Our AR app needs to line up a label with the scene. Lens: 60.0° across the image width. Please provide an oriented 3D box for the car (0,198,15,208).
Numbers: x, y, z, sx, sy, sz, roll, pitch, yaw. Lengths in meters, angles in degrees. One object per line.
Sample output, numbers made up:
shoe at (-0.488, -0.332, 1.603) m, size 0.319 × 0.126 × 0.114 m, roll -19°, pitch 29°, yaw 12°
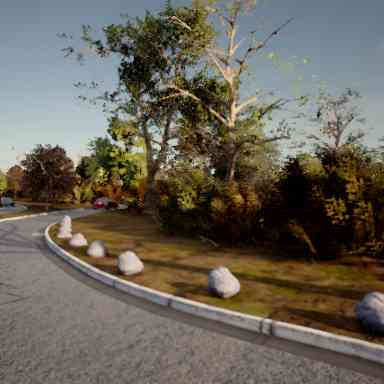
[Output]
car at (-29.688, 1.708, 53.394) m, size 1.837 × 1.490 × 4.892 m, roll 0°, pitch 0°, yaw -34°

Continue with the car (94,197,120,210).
car at (-11.869, 1.522, 46.595) m, size 2.097 × 1.767 × 4.553 m, roll 0°, pitch 1°, yaw 12°
